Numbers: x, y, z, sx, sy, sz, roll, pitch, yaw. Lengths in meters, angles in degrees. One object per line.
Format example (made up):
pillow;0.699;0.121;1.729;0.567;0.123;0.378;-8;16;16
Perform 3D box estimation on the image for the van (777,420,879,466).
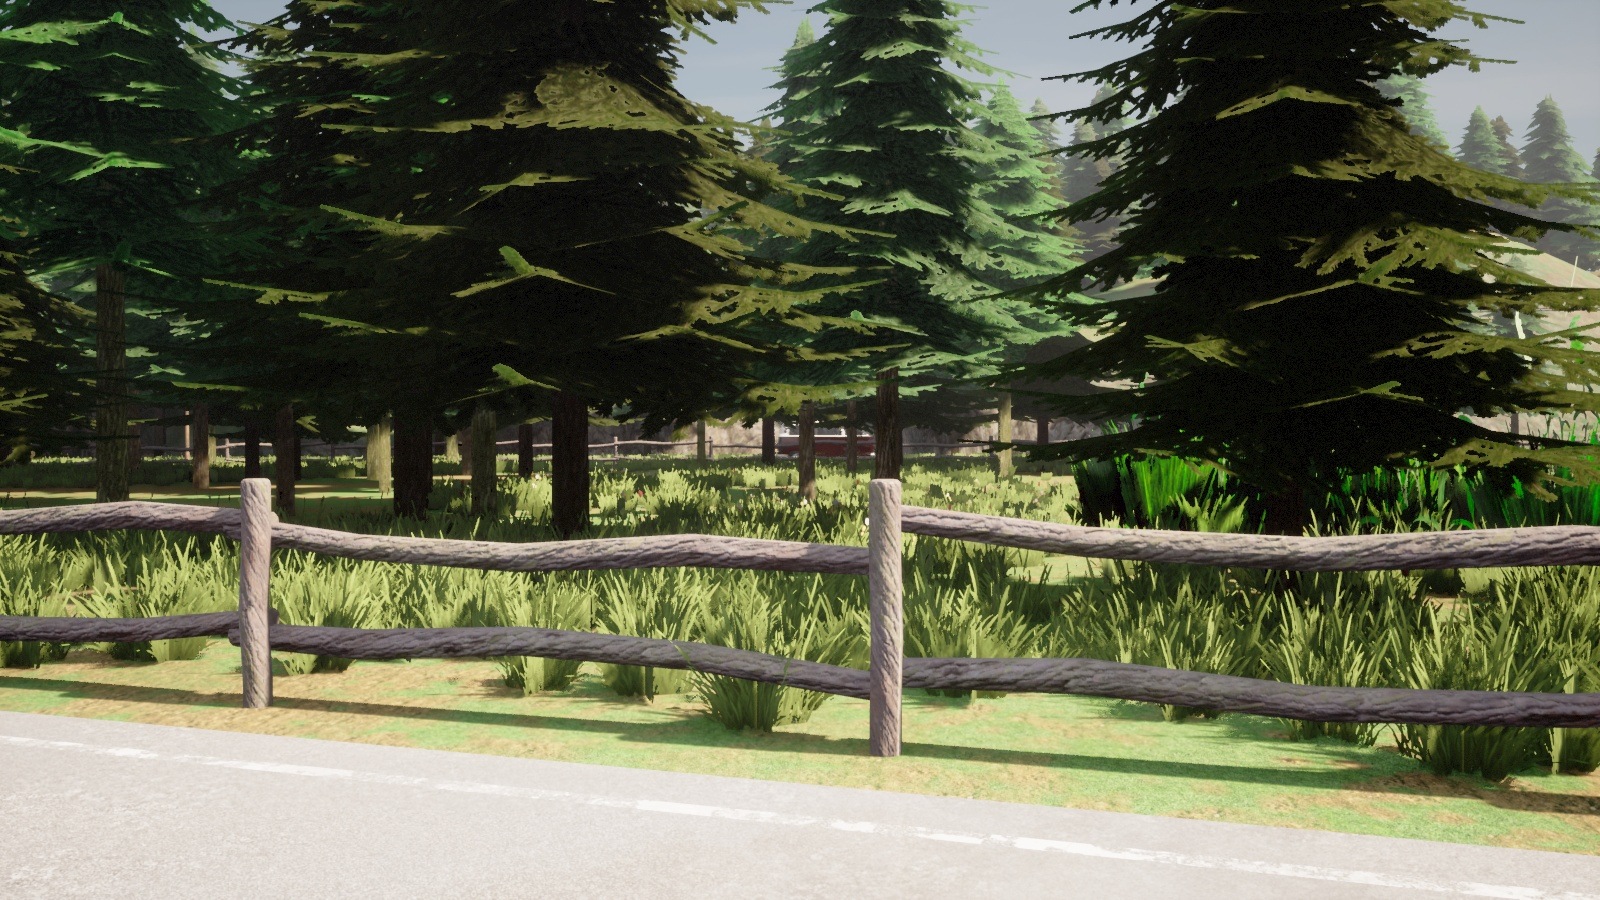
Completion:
van;1.253;-0.320;56.784;4.480;2.038;2.069;0;1;1
